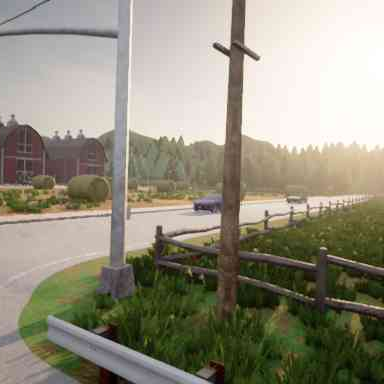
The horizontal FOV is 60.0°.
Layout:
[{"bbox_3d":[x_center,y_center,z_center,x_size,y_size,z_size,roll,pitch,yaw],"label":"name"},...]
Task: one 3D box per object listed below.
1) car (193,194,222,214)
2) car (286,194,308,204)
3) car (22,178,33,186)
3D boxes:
[{"bbox_3d":[1.975,0.916,27.944,1.882,1.535,5.008,3,2,33],"label":"car"},{"bbox_3d":[15.206,0.949,47.888,2.033,1.411,5.357,3,2,34],"label":"car"},{"bbox_3d":[-39.004,-2.402,79.382,1.905,1.878,3.866,8,2,-13],"label":"car"}]
